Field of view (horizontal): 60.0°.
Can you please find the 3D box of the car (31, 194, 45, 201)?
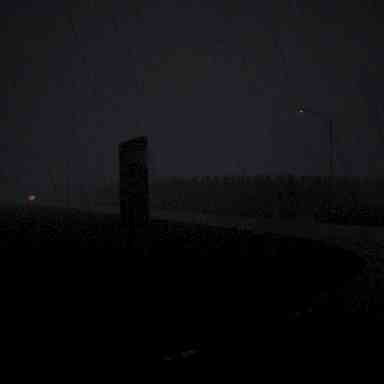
[{"bbox_3d":[-39.265,1.752,85.496,1.895,1.301,4.718,-1,1,-36],"label":"car"}]
